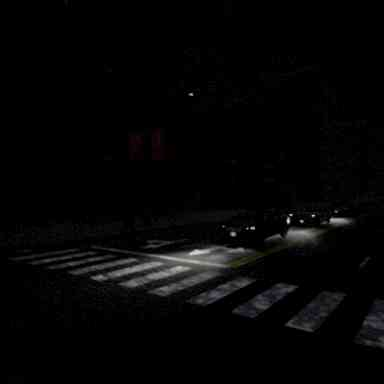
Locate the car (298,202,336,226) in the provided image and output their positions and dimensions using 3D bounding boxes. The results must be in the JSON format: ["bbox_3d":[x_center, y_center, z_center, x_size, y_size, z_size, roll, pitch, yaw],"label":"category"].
[{"bbox_3d":[8.444,1.617,23.549,1.895,1.301,4.718,0,0,35],"label":"car"}]

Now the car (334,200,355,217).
[{"bbox_3d":[14.429,1.520,32.072,2.128,1.511,4.902,0,0,35],"label":"car"}]

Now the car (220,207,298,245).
[{"bbox_3d":[3.123,1.499,15.916,2.128,1.511,4.902,0,0,35],"label":"car"}]
